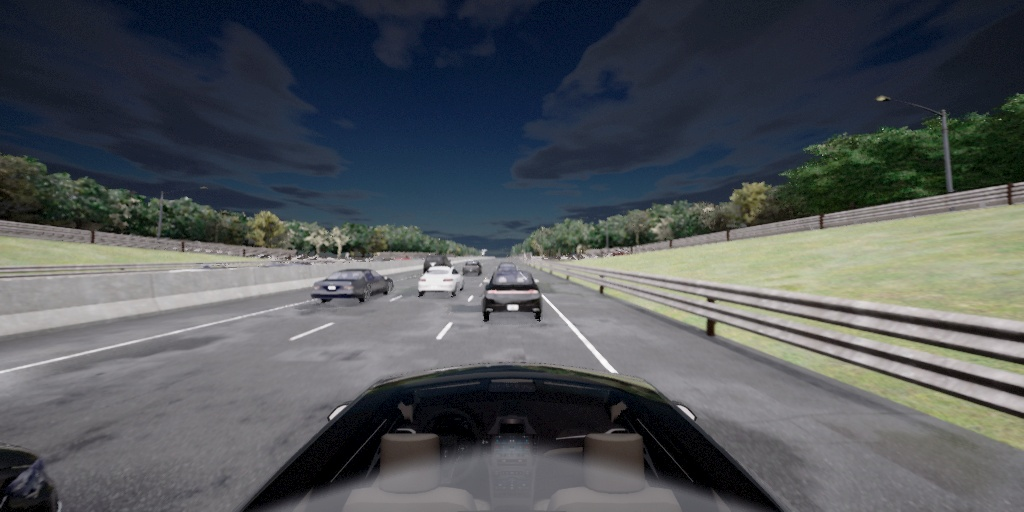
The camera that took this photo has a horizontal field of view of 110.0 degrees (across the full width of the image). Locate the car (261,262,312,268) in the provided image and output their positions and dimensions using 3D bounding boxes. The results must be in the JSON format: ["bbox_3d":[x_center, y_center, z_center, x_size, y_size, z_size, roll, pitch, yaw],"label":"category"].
[{"bbox_3d":[-18.120,1.268,30.218,2.033,1.411,5.357,0,0,-1],"label":"car"}]

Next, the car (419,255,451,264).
[{"bbox_3d":[-7.573,0.937,36.724,2.150,2.045,5.566,0,0,-1],"label":"car"}]

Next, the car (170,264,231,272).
[{"bbox_3d":[-25.096,1.320,29.287,1.895,1.301,4.718,0,0,-1],"label":"car"}]

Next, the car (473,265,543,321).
[{"bbox_3d":[-0.021,1.238,12.536,2.128,1.511,4.902,0,0,-1],"label":"car"}]

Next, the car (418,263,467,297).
[{"bbox_3d":[-3.649,1.266,18.843,1.812,1.442,4.674,0,0,-1],"label":"car"}]

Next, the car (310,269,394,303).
[{"bbox_3d":[-7.092,1.289,16.514,2.033,1.411,5.357,0,0,-1],"label":"car"}]

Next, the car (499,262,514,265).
[{"bbox_3d":[-0.462,1.273,32.237,2.033,1.411,5.357,0,0,-1],"label":"car"}]

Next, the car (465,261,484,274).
[{"bbox_3d":[-4.092,1.207,37.512,2.128,1.511,4.902,0,0,-1],"label":"car"}]
